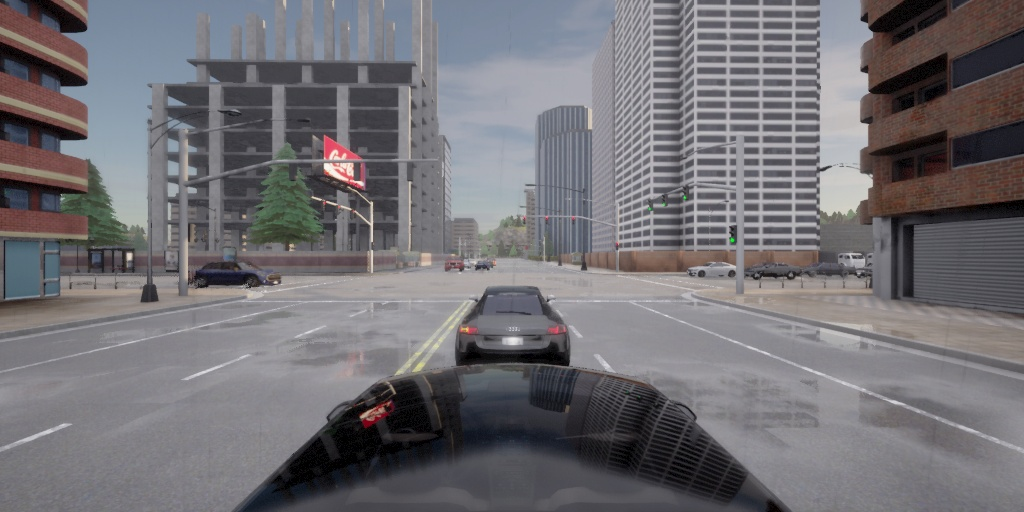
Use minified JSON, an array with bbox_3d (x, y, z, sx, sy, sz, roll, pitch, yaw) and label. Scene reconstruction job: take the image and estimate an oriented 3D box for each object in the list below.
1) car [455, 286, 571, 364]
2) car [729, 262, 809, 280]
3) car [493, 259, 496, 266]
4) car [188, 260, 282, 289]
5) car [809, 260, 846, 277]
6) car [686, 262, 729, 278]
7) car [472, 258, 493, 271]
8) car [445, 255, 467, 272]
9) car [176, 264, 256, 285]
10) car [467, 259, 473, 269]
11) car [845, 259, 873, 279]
[{"bbox_3d":[0.010,1.314,7.664,1.994,1.385,4.181,0,0,0],"label":"car"},{"bbox_3d":[21.847,1.241,30.615,4.902,1.511,2.128,0,0,-1],"label":"car"},{"bbox_3d":[-4.135,1.314,59.971,1.994,1.385,4.181,0,0,0],"label":"car"},{"bbox_3d":[-17.323,1.102,22.829,4.553,1.767,2.097,0,0,-1],"label":"car"},{"bbox_3d":[29.664,1.297,34.226,5.357,1.411,2.033,0,0,-1],"label":"car"},{"bbox_3d":[19.082,1.276,34.055,4.674,1.442,1.812,0,0,-1],"label":"car"},{"bbox_3d":[-4.058,1.351,50.046,1.895,1.301,4.718,0,0,-1],"label":"car"},{"bbox_3d":[-7.568,0.971,47.595,2.150,2.045,5.566,0,0,-4],"label":"car"},{"bbox_3d":[-21.568,1.314,26.265,4.181,1.385,1.994,0,0,-1],"label":"car"},{"bbox_3d":[-7.617,1.276,57.272,1.812,1.442,4.674,0,0,0],"label":"car"},{"bbox_3d":[32.221,1.242,30.755,4.902,1.511,2.128,0,0,-1],"label":"car"}]
